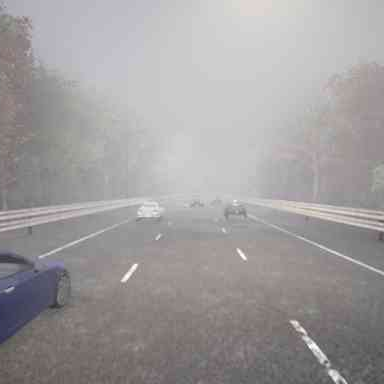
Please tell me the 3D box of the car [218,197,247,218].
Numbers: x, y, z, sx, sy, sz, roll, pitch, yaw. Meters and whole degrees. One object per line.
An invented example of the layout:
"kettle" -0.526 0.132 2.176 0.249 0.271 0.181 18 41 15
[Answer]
"car" 3.778 1.485 29.947 2.128 1.511 4.902 0 0 1

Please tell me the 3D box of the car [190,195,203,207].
"car" 0.707 1.581 49.336 1.895 1.301 4.718 0 0 1

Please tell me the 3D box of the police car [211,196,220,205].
"police car" 4.311 1.476 57.260 2.038 1.542 4.974 0 0 2

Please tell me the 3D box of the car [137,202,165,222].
"car" -3.211 1.518 26.510 1.812 1.442 4.674 0 0 1

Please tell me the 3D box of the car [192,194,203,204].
"car" 1.064 1.317 65.988 2.097 1.767 4.553 0 0 2

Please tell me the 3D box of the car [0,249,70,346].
"car" -3.385 1.524 4.871 1.812 1.442 4.674 0 0 0
